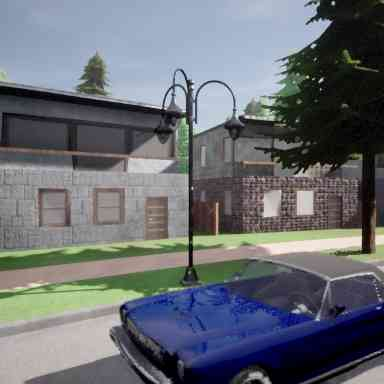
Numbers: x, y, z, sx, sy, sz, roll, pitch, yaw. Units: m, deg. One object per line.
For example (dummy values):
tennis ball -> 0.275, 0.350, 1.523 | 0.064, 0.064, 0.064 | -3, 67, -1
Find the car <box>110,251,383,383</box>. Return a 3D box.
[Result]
car -> 1.377, 1.601, 4.575 | 4.718, 1.301, 1.895 | 0, 0, -31
